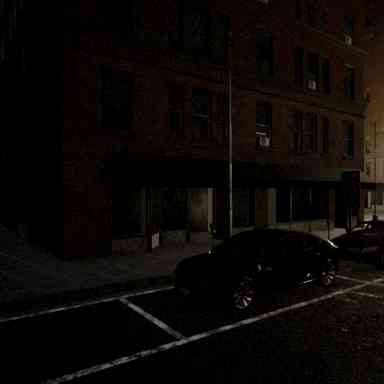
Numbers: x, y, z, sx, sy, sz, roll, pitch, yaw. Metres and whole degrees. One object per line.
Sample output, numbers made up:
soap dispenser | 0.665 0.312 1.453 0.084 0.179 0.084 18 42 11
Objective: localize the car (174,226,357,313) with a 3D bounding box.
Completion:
car | 1.648 1.566 7.693 4.313 1.339 1.947 0 0 -35

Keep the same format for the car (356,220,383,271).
car | 6.135 1.582 10.876 4.206 1.307 1.802 0 0 -35
